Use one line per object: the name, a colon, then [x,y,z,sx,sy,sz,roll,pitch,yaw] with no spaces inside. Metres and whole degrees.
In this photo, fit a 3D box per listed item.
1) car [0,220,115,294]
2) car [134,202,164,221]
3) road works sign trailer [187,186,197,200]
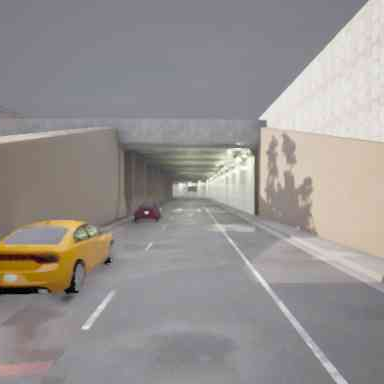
car: [-3.421,1.463,8.769,1.882,1.535,5.008,0,0,0]
car: [-3.407,1.518,26.942,1.994,1.385,4.181,0,0,0]
road works sign trailer: [0.019,0.322,84.213,2.380,3.560,2.880,0,0,0]
